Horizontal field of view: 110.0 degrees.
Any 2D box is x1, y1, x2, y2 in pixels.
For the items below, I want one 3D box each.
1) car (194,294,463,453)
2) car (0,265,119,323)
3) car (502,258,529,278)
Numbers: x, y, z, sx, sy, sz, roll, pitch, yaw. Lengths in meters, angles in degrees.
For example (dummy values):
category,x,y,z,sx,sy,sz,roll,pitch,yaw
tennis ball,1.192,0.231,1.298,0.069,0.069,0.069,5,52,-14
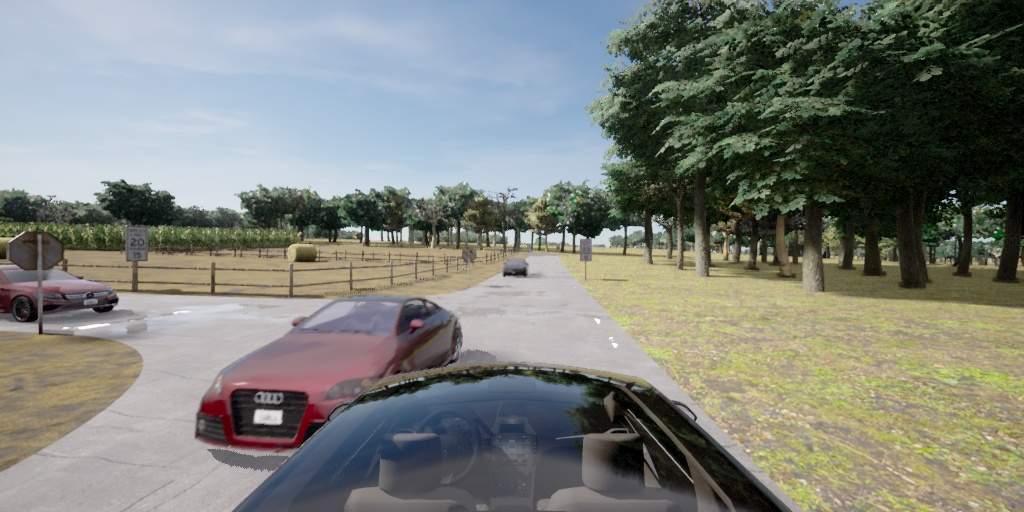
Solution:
category,x,y,z,sx,sy,sz,roll,pitch,yaw
car,-2.101,1.307,5.369,1.994,1.385,4.181,0,1,6
car,-14.230,0.999,10.448,4.674,1.442,1.812,1,0,7
car,0.382,0.931,29.339,1.882,1.535,5.008,0,1,6
